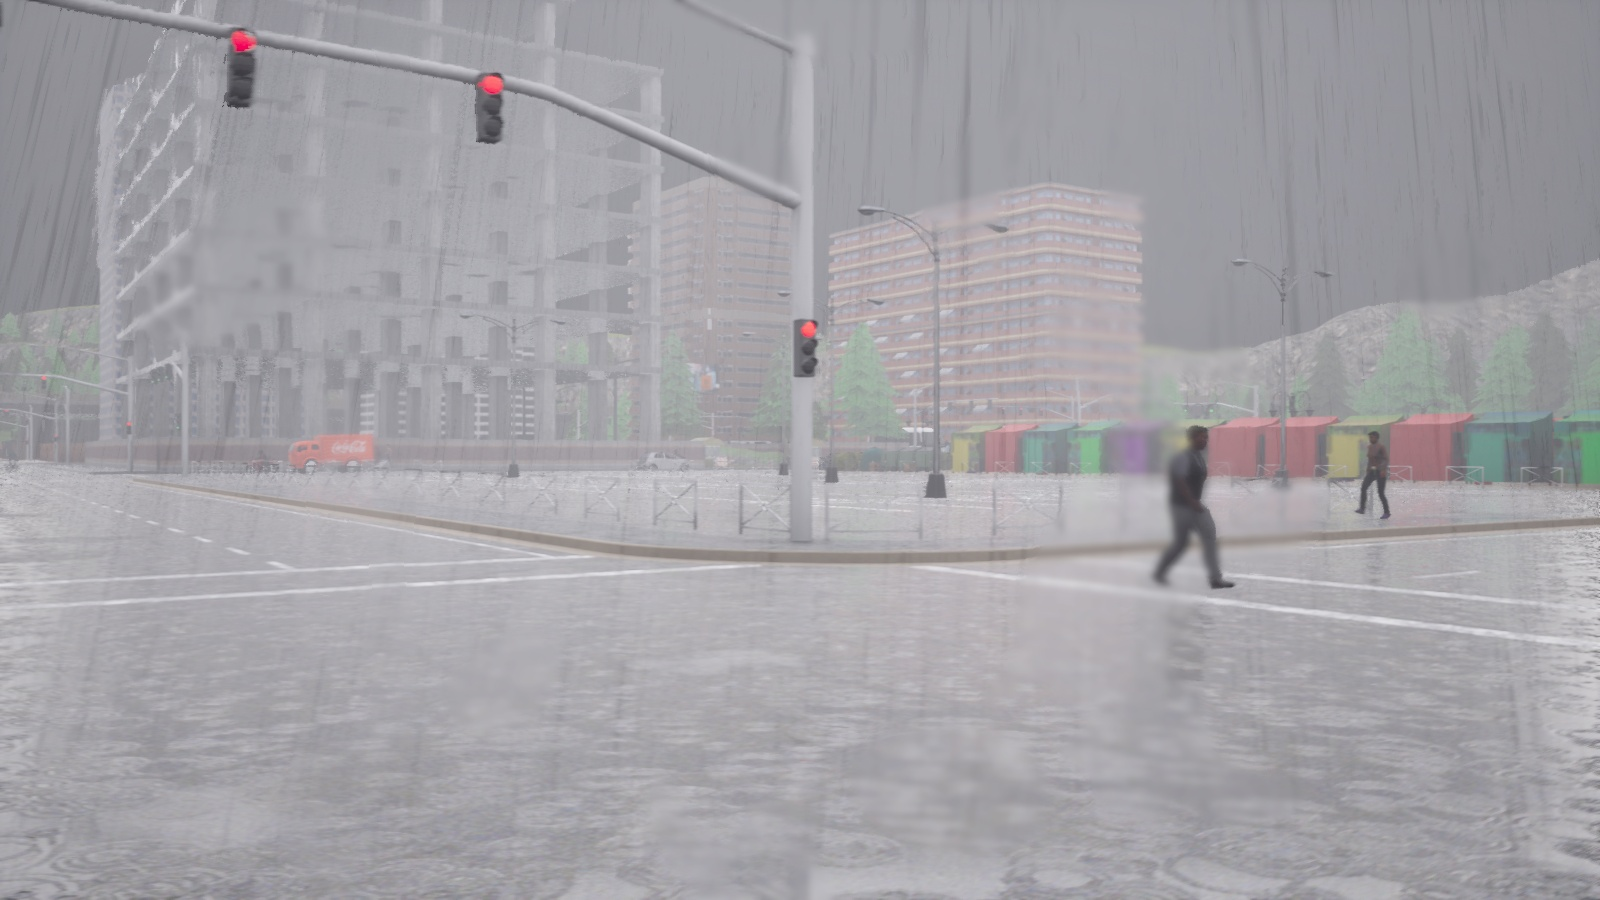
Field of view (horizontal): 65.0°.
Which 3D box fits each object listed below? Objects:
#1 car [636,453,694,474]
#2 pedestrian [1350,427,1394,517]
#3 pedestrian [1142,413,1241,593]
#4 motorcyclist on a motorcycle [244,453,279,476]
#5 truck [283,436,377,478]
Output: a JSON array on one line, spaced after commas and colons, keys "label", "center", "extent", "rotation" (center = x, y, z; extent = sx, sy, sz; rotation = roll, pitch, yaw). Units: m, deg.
[{"label": "car", "center": [-9.570, 0.941, 88.753], "extent": [3.633, 1.501, 1.845], "rotation": [0, 0, -35]}, {"label": "pedestrian", "center": [11.711, 0.442, 25.710], "extent": [0.869, 1.805, 0.328], "rotation": [0, 0, -25]}, {"label": "pedestrian", "center": [4.243, 0.556, 13.617], "extent": [0.563, 1.883, 0.849], "rotation": [0, 0, -41]}, {"label": "motorcyclist on a motorcycle", "center": [-35.754, 0.952, 83.411], "extent": [2.044, 1.523, 0.797], "rotation": [0, 0, -35]}, {"label": "truck", "center": [-30.867, 0.435, 82.537], "extent": [5.204, 2.467, 2.627], "rotation": [-3, 2, -35]}]
